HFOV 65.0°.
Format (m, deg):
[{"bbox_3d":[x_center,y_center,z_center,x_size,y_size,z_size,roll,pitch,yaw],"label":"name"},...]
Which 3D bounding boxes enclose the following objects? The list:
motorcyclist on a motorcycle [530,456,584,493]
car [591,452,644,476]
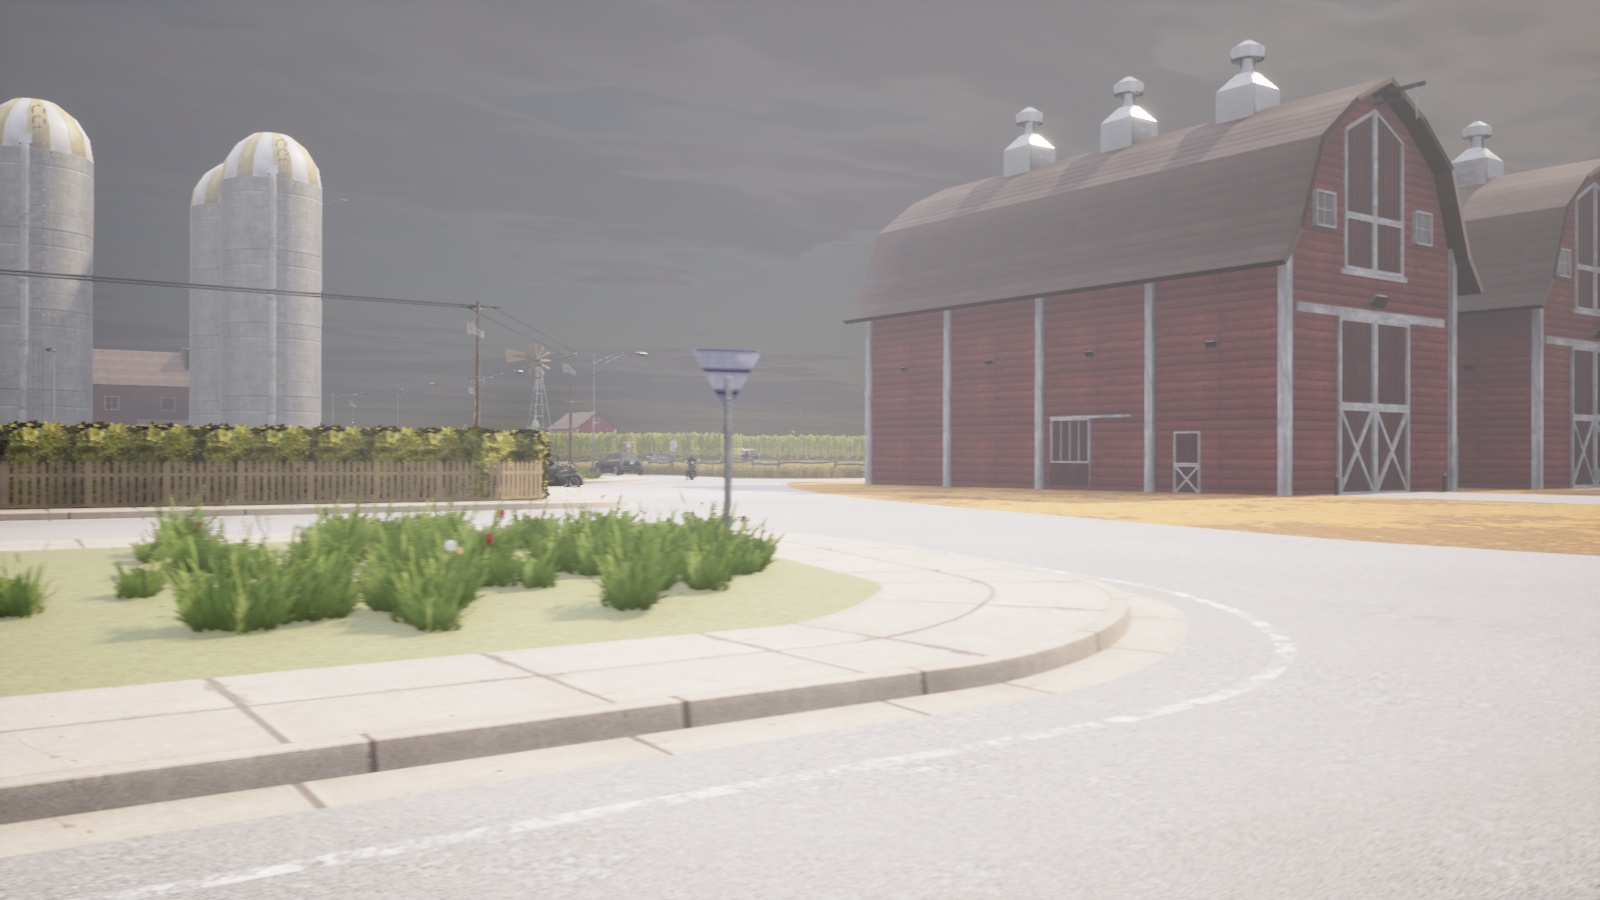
[{"bbox_3d":[-10.495,1.033,54.278,2.191,1.530,0.866,-1,1,-7],"label":"motorcyclist on a motorcycle"},{"bbox_3d":[-13.667,1.042,93.947,2.097,1.767,4.553,0,0,-35],"label":"car"}]
